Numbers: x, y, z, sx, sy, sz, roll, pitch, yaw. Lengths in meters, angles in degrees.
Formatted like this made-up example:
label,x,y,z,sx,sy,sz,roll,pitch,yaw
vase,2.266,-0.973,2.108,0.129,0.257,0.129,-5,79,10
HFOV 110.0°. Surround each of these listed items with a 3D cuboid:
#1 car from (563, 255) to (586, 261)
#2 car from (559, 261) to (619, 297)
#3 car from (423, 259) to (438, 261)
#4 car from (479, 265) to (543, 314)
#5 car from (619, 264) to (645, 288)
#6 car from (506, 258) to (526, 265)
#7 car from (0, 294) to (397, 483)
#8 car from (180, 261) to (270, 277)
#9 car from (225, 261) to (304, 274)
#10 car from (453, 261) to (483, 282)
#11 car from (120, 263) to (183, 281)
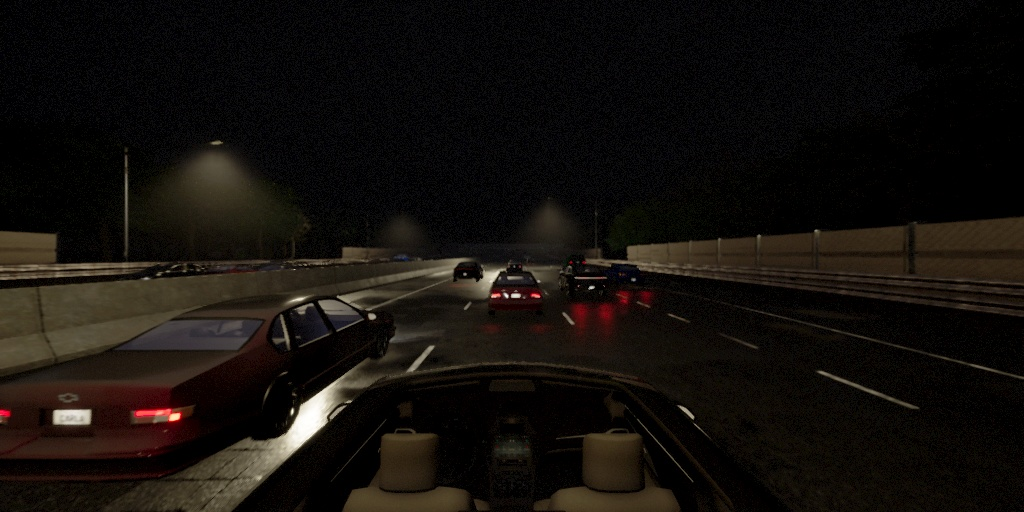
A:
label,x,y,z,sx,sy,sz,roll,pitch,yaw
car,7.286,0.846,42.192,2.150,2.045,5.566,0,0,1
car,3.536,1.183,18.274,2.128,1.511,4.902,0,0,0
car,-13.623,1.156,62.732,1.895,1.301,4.718,0,0,1
car,0.120,1.254,13.442,2.033,1.411,5.357,0,0,0
car,7.145,1.203,23.229,1.812,1.442,4.674,0,0,1
car,0.276,1.177,40.764,2.033,1.411,5.357,0,0,0
car,-3.396,1.283,5.281,2.033,1.411,5.357,0,0,0
car,-17.542,1.243,22.295,1.994,1.385,4.181,0,0,0
car,-14.049,1.228,21.650,2.033,1.411,5.357,0,0,0
car,-3.316,1.142,27.923,1.882,1.535,5.008,0,0,0
car,-21.044,1.184,22.122,1.837,1.490,4.892,0,0,0
